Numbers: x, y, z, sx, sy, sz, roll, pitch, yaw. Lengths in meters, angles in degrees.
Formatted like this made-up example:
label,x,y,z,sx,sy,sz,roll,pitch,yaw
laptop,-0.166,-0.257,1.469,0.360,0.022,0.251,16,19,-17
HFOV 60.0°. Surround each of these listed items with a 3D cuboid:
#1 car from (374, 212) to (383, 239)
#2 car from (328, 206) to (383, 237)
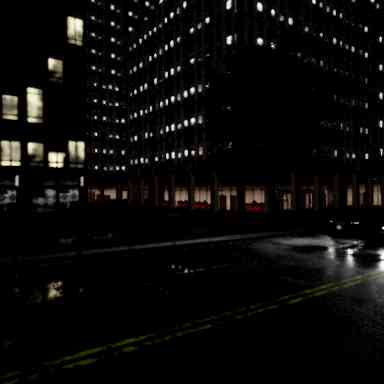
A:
label,x,y,z,sx,sy,sz,roll,pitch,yaw
car,10.573,1.665,15.230,4.718,1.301,1.895,0,0,-36
car,9.535,1.560,18.483,4.902,1.511,2.128,0,0,-36
